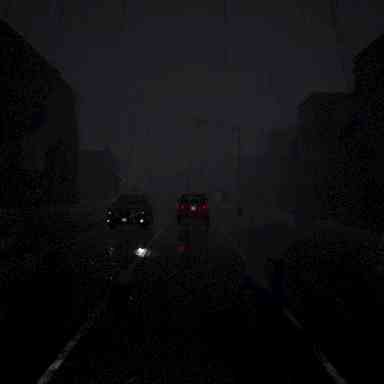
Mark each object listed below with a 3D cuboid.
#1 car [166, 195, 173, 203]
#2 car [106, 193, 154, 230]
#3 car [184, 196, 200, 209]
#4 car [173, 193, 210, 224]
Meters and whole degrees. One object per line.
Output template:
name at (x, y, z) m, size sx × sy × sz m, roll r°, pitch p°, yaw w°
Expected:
car at (-3.725, 1.209, 61.712) m, size 2.033 × 1.411 × 5.357 m, roll 0°, pitch 0°, yaw -2°
car at (-3.615, 1.109, 20.487) m, size 2.150 × 2.045 × 5.566 m, roll 0°, pitch 0°, yaw 0°
car at (0.059, 1.250, 41.641) m, size 1.882 × 1.535 × 5.008 m, roll 0°, pitch 0°, yaw 0°
car at (0.081, 1.094, 23.421) m, size 2.150 × 2.045 × 5.566 m, roll 0°, pitch 0°, yaw 0°
